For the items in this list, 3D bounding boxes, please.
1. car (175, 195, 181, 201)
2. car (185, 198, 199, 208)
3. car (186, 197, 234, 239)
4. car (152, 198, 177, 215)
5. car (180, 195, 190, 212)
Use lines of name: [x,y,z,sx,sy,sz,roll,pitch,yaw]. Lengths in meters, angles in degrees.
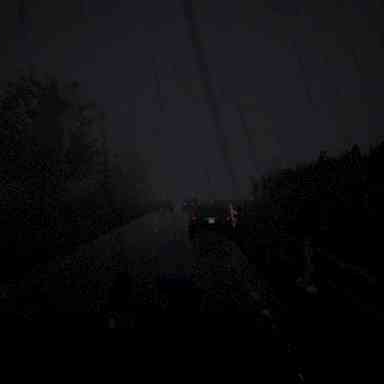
car: [-2.725,1.371,74.298,1.812,1.442,4.674,0,0,0]
car: [0.026,1.550,49.107,1.895,1.301,4.718,0,0,0]
car: [0.907,1.344,17.286,2.097,1.767,4.553,0,0,1]
car: [-2.835,1.537,33.628,1.994,1.385,4.181,0,0,0]
car: [0.045,1.319,38.632,2.097,1.767,4.553,0,0,1]
